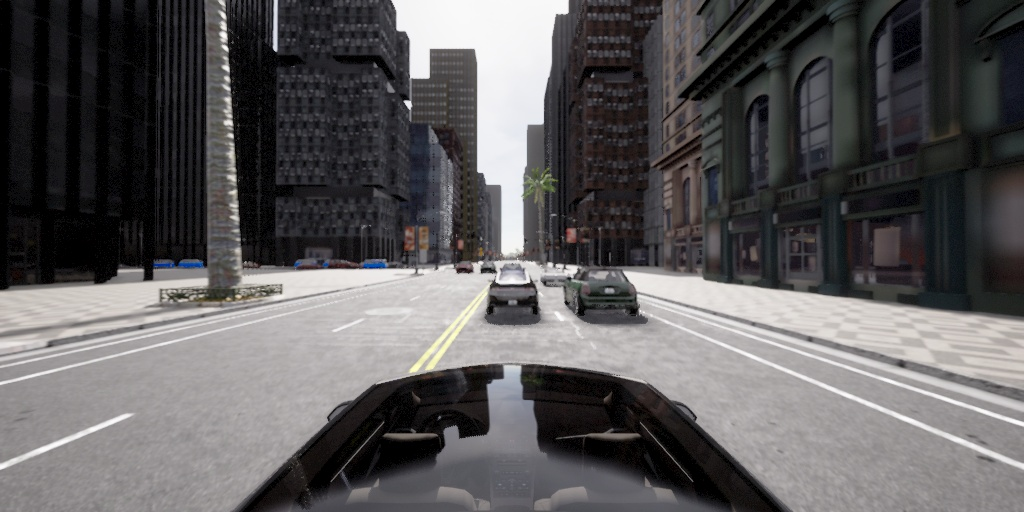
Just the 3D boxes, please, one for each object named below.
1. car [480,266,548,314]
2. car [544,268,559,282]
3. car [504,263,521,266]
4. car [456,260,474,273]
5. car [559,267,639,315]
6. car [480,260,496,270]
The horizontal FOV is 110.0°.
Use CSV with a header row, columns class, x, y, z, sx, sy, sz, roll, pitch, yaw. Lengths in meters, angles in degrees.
class,x,y,z,sx,sy,sz,roll,pitch,yaw
car,0.041,1.344,14.251,2.128,1.511,4.902,0,0,0
car,3.282,1.570,28.643,1.895,1.301,4.718,0,0,0
car,0.037,1.325,29.174,2.097,1.767,4.553,0,-1,0
car,-6.561,1.496,50.138,2.097,1.767,4.553,0,0,0
car,3.292,1.202,14.169,2.097,1.767,4.553,0,-1,0
car,-3.310,1.496,50.136,2.097,1.767,4.553,0,0,0
